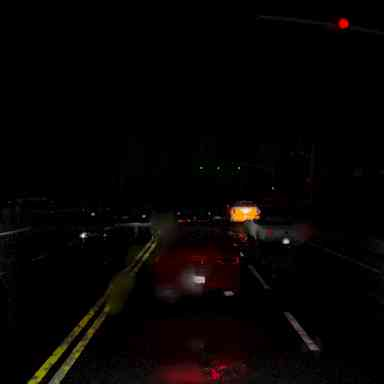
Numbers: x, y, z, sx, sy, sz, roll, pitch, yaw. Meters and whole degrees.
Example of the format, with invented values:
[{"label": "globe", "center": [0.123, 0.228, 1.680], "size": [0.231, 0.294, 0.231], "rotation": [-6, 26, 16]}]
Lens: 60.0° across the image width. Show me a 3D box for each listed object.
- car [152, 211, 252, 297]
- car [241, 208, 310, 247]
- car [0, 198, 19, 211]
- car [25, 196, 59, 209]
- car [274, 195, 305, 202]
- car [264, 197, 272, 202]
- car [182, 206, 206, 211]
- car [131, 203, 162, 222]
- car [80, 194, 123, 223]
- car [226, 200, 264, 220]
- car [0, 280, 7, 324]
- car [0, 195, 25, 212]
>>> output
[{"label": "car", "center": [0.110, 1.478, 8.650], "size": [1.882, 1.535, 5.008], "rotation": [0, 0, 0]}, {"label": "car", "center": [3.618, 1.601, 14.992], "size": [1.895, 1.301, 4.718], "rotation": [0, 0, 0]}, {"label": "car", "center": [-23.863, 1.483, 39.990], "size": [4.902, 1.511, 2.128], "rotation": [0, 0, -2]}, {"label": "car", "center": [-19.952, 1.347, 43.607], "size": [4.553, 1.767, 2.097], "rotation": [0, 0, -2]}, {"label": "car", "center": [15.838, 1.478, 51.871], "size": [5.008, 1.535, 1.882], "rotation": [0, 0, -2]}, {"label": "car", "center": [14.897, 1.352, 58.841], "size": [4.553, 1.767, 2.097], "rotation": [0, 0, -2]}, {"label": "car", "center": [0.125, 1.548, 19.661], "size": [2.033, 1.411, 5.357], "rotation": [0, 0, 0]}, {"label": "car", "center": [-3.471, 1.565, 25.993], "size": [1.994, 1.385, 4.181], "rotation": [0, 0, 0]}, {"label": "car", "center": [-6.969, 1.209, 26.187], "size": [2.150, 2.045, 5.566], "rotation": [0, 0, 0]}, {"label": "car", "center": [3.681, 1.351, 24.705], "size": [2.097, 1.767, 4.553], "rotation": [0, 0, 1]}, {"label": "car", "center": [-3.583, 1.526, 3.038], "size": [1.812, 1.442, 4.674], "rotation": [0, 0, 0]}, {"label": "car", "center": [-21.995, 1.218, 36.541], "size": [5.566, 2.045, 2.150], "rotation": [0, 0, -2]}]
